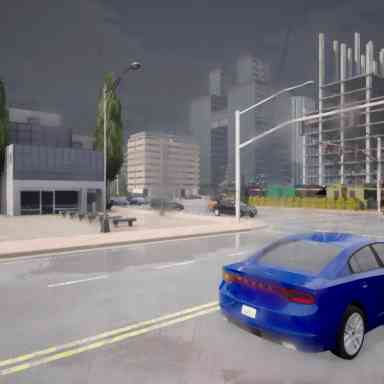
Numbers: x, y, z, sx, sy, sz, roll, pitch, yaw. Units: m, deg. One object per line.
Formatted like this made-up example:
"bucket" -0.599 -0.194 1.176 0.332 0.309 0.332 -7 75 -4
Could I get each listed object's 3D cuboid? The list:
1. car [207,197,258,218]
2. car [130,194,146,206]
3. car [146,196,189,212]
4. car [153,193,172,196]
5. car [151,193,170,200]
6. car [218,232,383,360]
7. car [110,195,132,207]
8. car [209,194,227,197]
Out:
"car" 3.860 1.505 30.423 1.837 1.490 4.892 0 0 -36
"car" -8.536 1.526 53.392 1.812 1.442 4.674 0 0 -36
"car" -3.055 1.547 39.904 2.033 1.411 5.357 0 0 -36
"car" -6.246 1.352 62.435 2.097 1.767 4.553 0 0 -36
"car" -8.433 1.153 89.468 4.605 1.855 1.932 0 0 -38
"car" 2.715 1.478 6.075 5.008 1.535 1.882 0 0 -38
"car" -11.685 1.505 51.770 1.837 1.490 4.892 0 0 -36
"car" 3.738 1.354 36.532 2.097 1.767 4.553 0 0 -36
